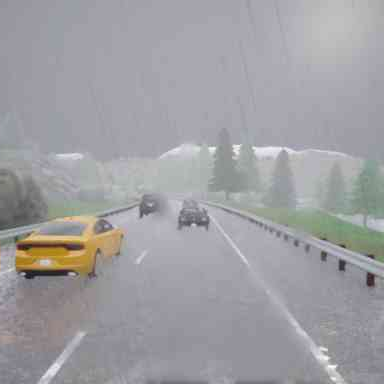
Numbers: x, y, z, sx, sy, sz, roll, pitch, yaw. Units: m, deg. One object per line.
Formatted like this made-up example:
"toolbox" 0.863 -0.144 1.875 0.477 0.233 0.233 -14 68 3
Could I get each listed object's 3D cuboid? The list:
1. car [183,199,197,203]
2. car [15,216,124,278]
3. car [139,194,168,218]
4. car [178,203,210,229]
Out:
"car" -0.253 1.548 39.491 2.033 1.411 5.357 0 0 -3
"car" -3.399 1.478 10.185 1.882 1.535 5.008 0 0 0
"car" -3.443 1.222 30.281 2.150 2.045 5.566 0 0 0
"car" 0.099 1.601 21.356 1.895 1.301 4.718 0 0 0
